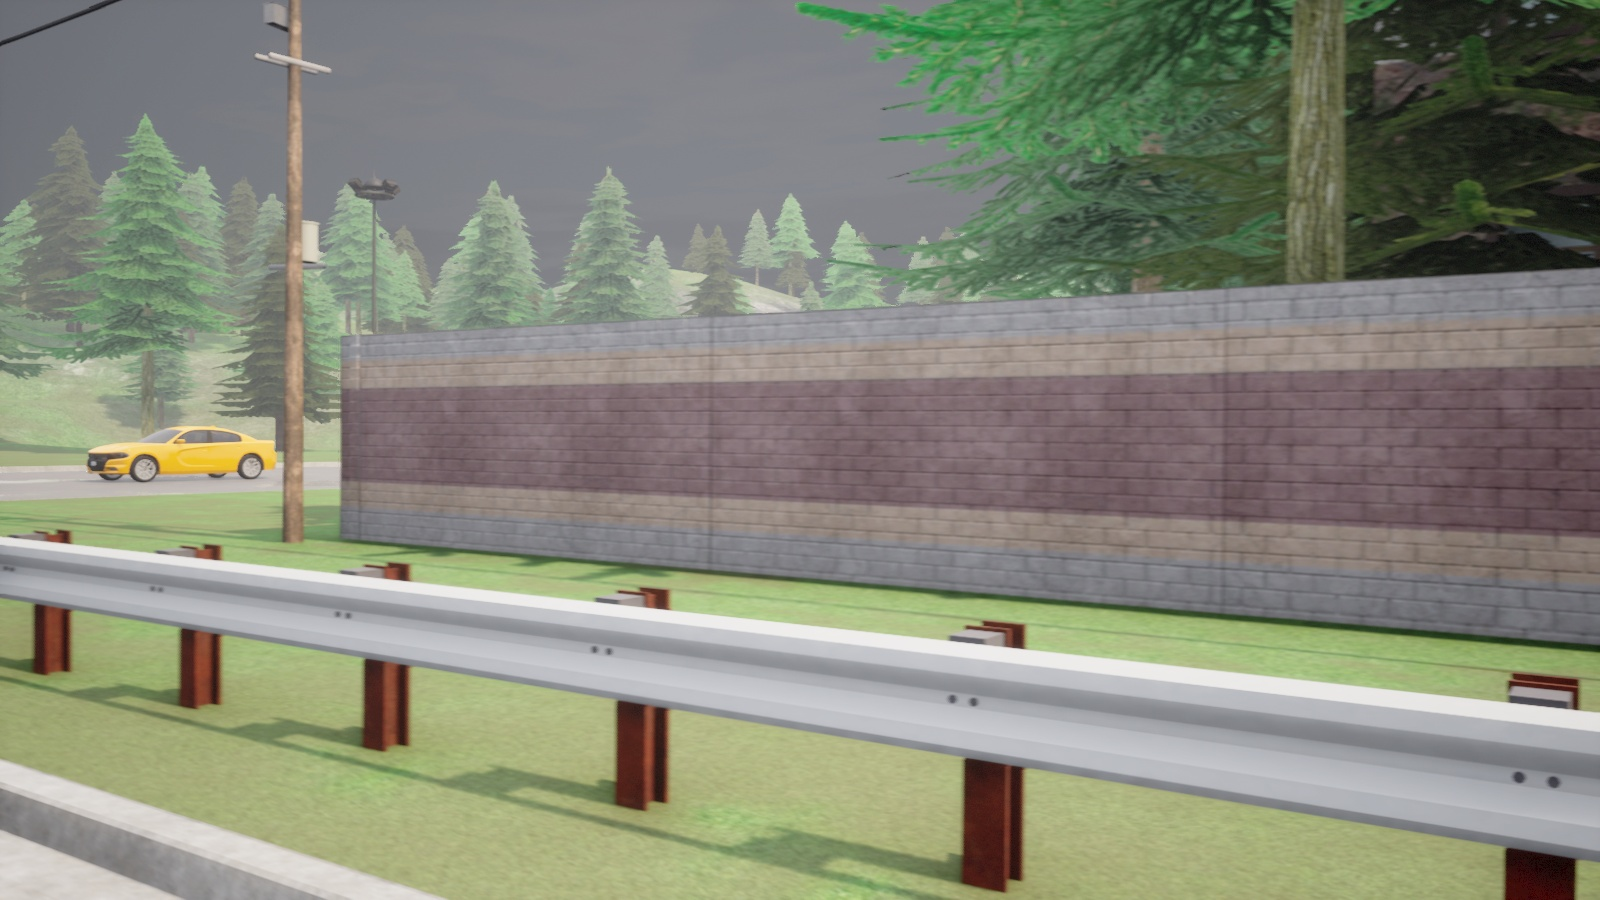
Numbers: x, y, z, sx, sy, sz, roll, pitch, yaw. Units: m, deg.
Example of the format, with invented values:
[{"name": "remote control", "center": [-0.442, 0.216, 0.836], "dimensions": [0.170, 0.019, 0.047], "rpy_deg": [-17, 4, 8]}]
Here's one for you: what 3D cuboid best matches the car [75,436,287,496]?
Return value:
[{"name": "car", "center": [-17.173, 0.386, 35.107], "dimensions": [1.882, 1.535, 5.008], "rpy_deg": [0, 1, 34]}]
